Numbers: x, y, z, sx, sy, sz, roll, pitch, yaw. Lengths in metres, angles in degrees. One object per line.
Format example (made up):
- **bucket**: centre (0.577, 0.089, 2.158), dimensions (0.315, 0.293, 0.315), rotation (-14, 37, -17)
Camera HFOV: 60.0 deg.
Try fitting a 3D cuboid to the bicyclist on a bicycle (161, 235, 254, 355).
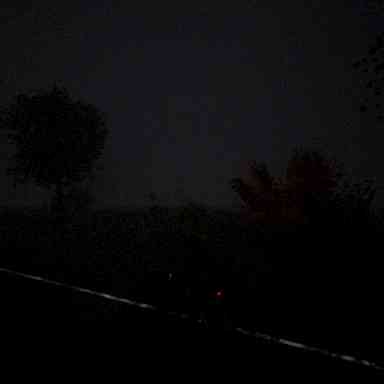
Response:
- **bicyclist on a bicycle**: centre (0.153, 1.478, 4.943), dimensions (1.656, 1.620, 0.582), rotation (-1, -1, 35)
